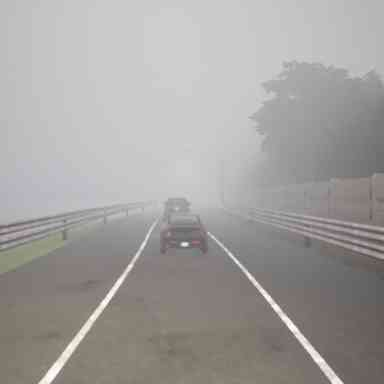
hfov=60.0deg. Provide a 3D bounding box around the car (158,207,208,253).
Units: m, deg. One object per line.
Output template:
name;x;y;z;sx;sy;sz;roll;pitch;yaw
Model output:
car;-0.395;1.649;14.443;1.837;1.490;4.892;0;0;-3

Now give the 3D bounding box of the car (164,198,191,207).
car;-1.275;1.493;29.112;2.150;2.045;5.566;0;0;-2
